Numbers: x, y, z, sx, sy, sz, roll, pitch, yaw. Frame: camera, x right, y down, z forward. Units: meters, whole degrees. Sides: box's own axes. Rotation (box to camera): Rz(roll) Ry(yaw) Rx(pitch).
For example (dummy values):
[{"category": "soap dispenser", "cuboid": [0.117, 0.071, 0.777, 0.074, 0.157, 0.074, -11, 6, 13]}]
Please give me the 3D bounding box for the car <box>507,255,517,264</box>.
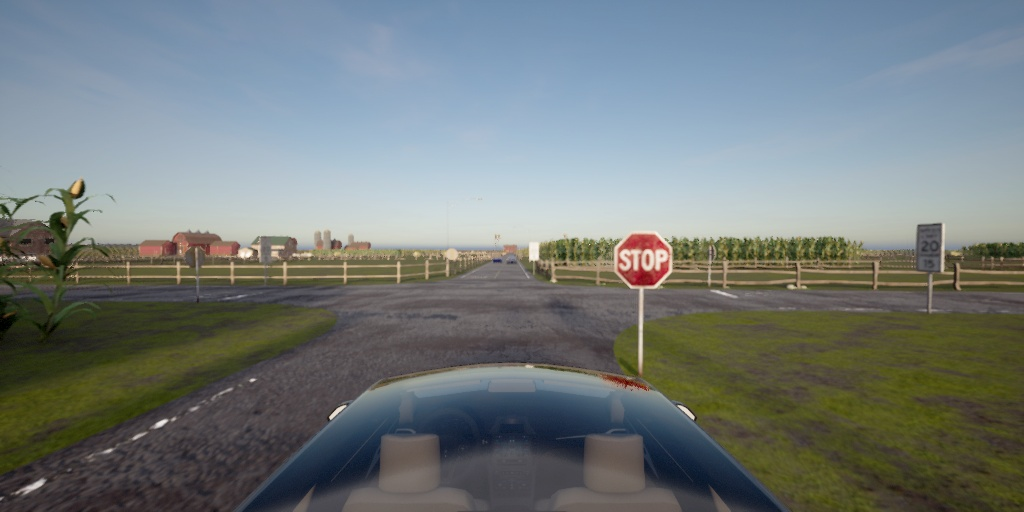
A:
[{"category": "car", "cuboid": [-0.020, 0.731, 63.723, 2.033, 1.411, 5.357, 0, 1, 0]}]
